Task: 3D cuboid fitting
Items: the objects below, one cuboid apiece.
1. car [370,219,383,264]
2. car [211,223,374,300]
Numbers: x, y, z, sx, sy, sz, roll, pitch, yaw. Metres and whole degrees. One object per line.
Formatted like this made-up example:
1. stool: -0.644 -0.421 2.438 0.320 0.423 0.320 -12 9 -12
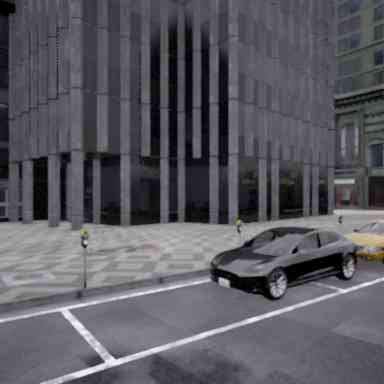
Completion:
1. car: 6.738 1.548 11.456 4.829 1.417 1.752 0 0 -35
2. car: 2.469 1.579 8.411 4.313 1.339 1.947 0 0 -35
